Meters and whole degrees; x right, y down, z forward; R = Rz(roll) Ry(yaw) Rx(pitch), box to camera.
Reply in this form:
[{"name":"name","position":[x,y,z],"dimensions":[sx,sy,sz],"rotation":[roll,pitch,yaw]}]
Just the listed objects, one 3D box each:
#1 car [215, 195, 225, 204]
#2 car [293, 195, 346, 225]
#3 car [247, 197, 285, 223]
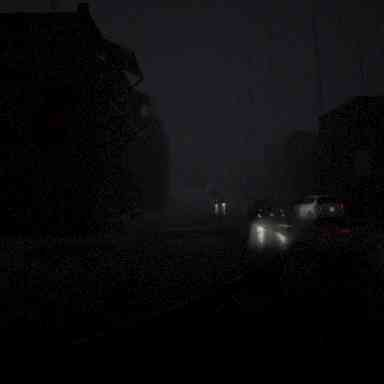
[{"name":"car","position":[5.703,1.520,68.901],"dimensions":[1.837,1.490,4.892],"rotation":[-1,2,-1]},{"name":"car","position":[9.229,1.277,24.561],"dimensions":[2.150,2.045,5.566],"rotation":[-1,-2,0]},{"name":"car","position":[6.044,1.461,27.919],"dimensions":[2.150,2.045,5.566],"rotation":[-1,-2,0]}]
